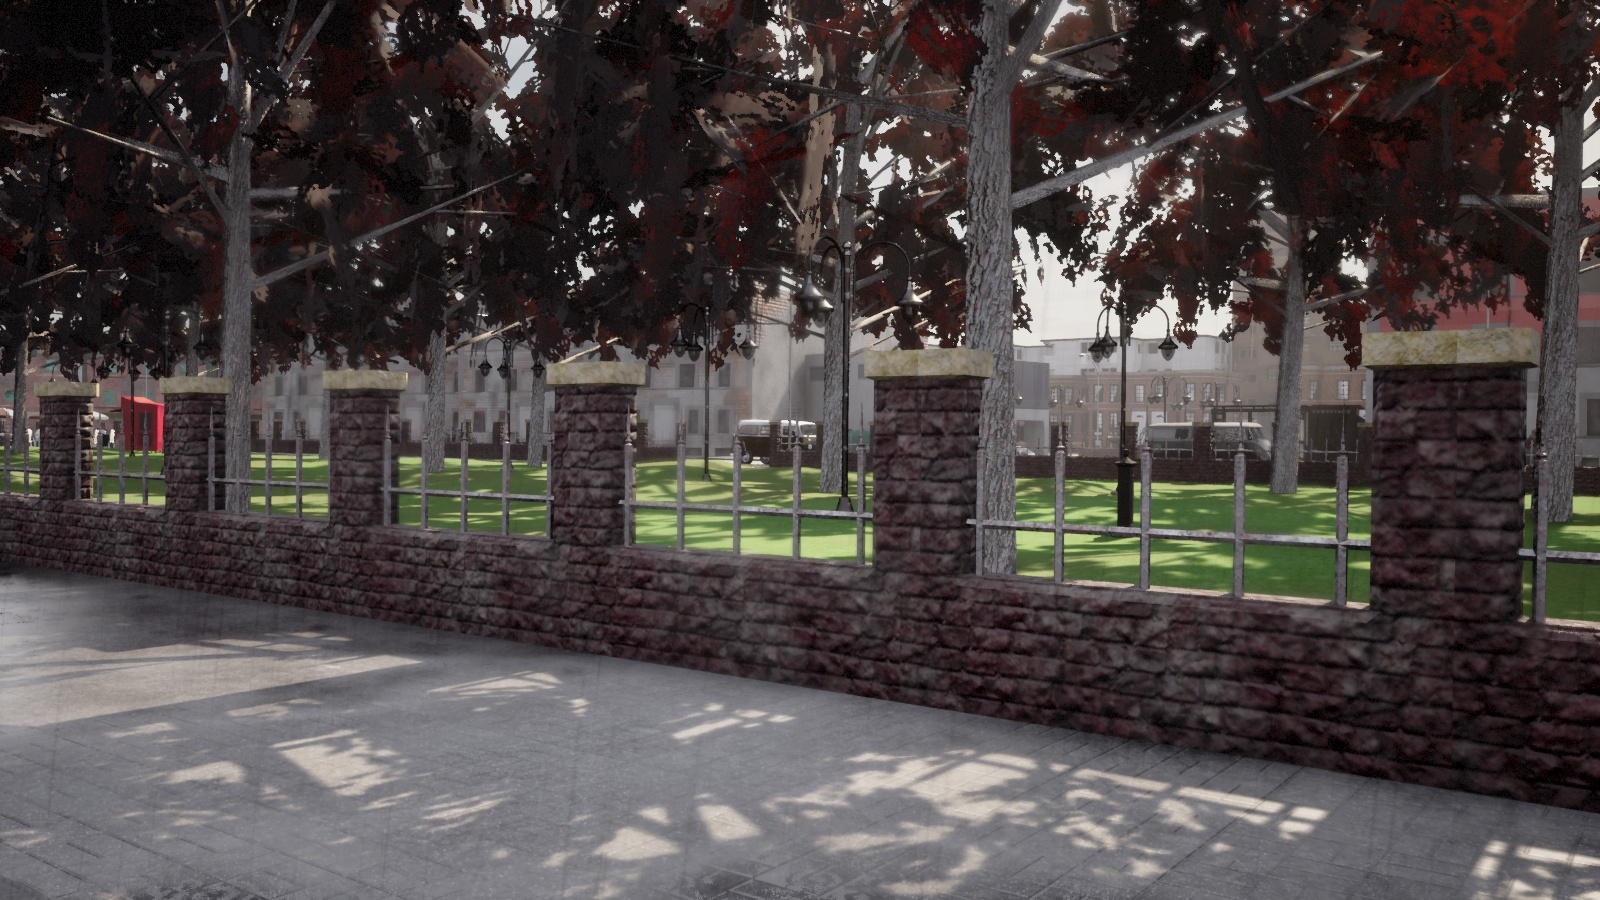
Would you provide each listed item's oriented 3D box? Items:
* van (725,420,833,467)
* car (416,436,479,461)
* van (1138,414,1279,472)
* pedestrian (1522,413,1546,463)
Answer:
[{"bbox_3d":[-0.945,-0.305,56.269,4.480,2.038,2.069,0,1,36],"label":"van"},{"bbox_3d":[-21.430,-0.103,76.322,3.633,1.501,1.845,0,1,36],"label":"car"},{"bbox_3d":[14.553,-0.260,44.835,4.442,1.987,1.775,0,1,36],"label":"van"},{"bbox_3d":[27.228,-0.442,46.601,0.720,1.854,0.376,0,1,38],"label":"pedestrian"}]
